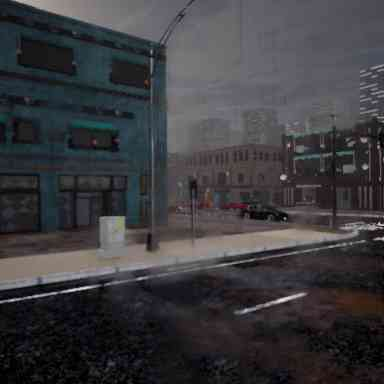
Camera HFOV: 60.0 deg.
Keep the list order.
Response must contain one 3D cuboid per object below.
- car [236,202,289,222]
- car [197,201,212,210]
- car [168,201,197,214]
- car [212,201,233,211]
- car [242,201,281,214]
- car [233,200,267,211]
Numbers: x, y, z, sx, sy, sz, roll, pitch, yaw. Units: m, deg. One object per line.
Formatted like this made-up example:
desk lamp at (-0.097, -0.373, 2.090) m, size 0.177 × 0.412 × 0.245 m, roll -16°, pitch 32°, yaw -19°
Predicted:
car at (6.228, 1.802, 28.526) m, size 1.947 × 1.339 × 4.313 m, roll -2°, pitch 0°, yaw -35°
car at (1.900, 1.949, 49.273) m, size 1.802 × 1.307 × 4.206 m, roll -2°, pitch 0°, yaw -35°
car at (-1.722, 1.833, 39.903) m, size 1.967 × 1.590 × 4.097 m, roll -2°, pitch 0°, yaw -35°
car at (5.108, 1.887, 44.764) m, size 1.802 × 1.307 × 4.206 m, roll -2°, pitch 0°, yaw -35°
car at (8.317, 1.793, 40.253) m, size 2.008 × 1.369 × 4.403 m, roll -2°, pitch 0°, yaw -35°
car at (6.607, 1.596, 32.684) m, size 2.097 × 1.767 × 4.553 m, roll -1°, pitch 0°, yaw -35°
